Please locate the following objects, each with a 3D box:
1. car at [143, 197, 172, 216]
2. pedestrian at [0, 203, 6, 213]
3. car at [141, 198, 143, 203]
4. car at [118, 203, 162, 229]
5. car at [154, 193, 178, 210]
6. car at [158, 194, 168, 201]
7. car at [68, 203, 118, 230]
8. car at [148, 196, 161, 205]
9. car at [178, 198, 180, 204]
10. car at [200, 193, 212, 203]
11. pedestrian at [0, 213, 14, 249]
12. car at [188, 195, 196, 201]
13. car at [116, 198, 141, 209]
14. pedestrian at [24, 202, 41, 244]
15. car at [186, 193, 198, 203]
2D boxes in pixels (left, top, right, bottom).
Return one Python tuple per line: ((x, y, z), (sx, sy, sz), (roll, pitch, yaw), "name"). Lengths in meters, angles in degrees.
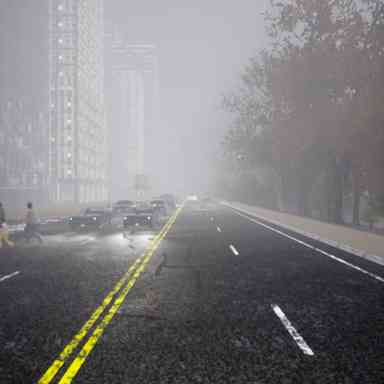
((-3.352, 1.507, 32.788), (1.837, 1.490, 4.892), (0, 0, 0), "car")
((-7.819, 1.292, 13.560), (0.375, 1.860, 0.375), (0, 0, 0), "pedestrian")
((-6.598, 1.488, 43.073), (2.128, 1.511, 4.902), (0, 0, 0), "car")
((-3.367, 1.656, 22.459), (1.895, 1.301, 4.718), (0, 0, 0), "car")
((-3.350, 1.217, 43.909), (2.150, 2.045, 5.566), (0, 0, 0), "car")
((-6.500, 1.118, 74.308), (1.837, 1.490, 4.892), (0, 0, 0), "car")
((-6.620, 1.686, 22.348), (1.895, 1.301, 4.718), (-1, 0, 0), "car")
((-6.579, 1.524, 58.739), (1.812, 1.442, 4.674), (0, 0, 0), "car")
((-3.323, 1.492, 60.853), (2.128, 1.511, 4.902), (0, 0, 0), "car")
((3.249, 1.517, 69.719), (2.128, 1.511, 4.902), (0, 0, 0), "car")
((-7.256, 1.572, 12.937), (0.375, 1.300, 0.375), (0, 0, 0), "pedestrian")
((0.000, 1.423, 80.112), (2.033, 1.411, 5.357), (0, 0, 0), "car")
((-6.601, 1.505, 32.677), (1.837, 1.490, 4.892), (0, 0, 0), "car")
((-6.870, 1.300, 14.222), (0.375, 1.860, 0.375), (0, 0, 0), "pedestrian")
((0.000, 1.218, 69.749), (2.150, 2.045, 5.566), (0, 0, 0), "car")
